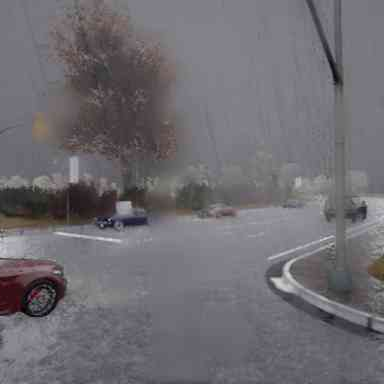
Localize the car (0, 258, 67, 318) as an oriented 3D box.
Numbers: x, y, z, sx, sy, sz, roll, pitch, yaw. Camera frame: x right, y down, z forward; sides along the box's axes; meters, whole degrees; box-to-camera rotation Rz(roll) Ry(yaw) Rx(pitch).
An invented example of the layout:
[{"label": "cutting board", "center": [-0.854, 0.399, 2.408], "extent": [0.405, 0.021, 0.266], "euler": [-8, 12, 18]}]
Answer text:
[{"label": "car", "center": [-4.434, 1.611, 5.470], "extent": [1.812, 1.442, 4.674], "euler": [-1, -1, 39]}]

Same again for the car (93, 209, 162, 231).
[{"label": "car", "center": [-4.293, 1.809, 22.591], "extent": [1.895, 1.301, 4.718], "euler": [-1, -1, 39]}]

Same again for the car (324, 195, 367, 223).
[{"label": "car", "center": [12.143, 1.278, 26.167], "extent": [2.150, 2.045, 5.566], "euler": [-1, 0, 38]}]

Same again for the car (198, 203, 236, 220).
[{"label": "car", "center": [2.383, 1.756, 30.943], "extent": [1.994, 1.385, 4.181], "euler": [-1, 0, 38]}]

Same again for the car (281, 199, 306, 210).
[{"label": "car", "center": [14.254, 1.647, 46.331], "extent": [2.033, 1.411, 5.357], "euler": [-1, 0, 36]}]
